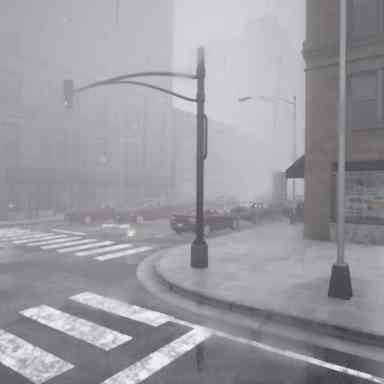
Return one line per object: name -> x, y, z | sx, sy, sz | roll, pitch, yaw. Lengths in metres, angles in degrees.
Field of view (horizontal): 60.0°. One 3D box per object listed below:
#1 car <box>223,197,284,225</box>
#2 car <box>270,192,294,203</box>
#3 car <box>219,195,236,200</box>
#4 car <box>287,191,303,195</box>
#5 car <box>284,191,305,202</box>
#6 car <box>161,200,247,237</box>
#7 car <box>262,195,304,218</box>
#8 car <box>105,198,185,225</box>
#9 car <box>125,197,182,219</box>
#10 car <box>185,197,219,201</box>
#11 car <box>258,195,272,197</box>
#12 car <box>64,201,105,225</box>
car -> 3.981, 1.265, 21.325 | 2.008, 1.369, 4.403 | 2, 2, 36
car -> 13.161, 0.790, 48.635 | 1.887, 1.381, 4.507 | 2, 2, 36
car -> 3.503, 1.043, 35.240 | 1.947, 1.339, 4.313 | 2, 2, 36
car -> 10.421, 0.998, 30.252 | 1.967, 1.590, 4.097 | 2, 2, 36
car -> 16.381, 0.609, 53.097 | 1.967, 1.590, 4.097 | 2, 2, 36
car -> 0.762, 1.338, 16.859 | 1.887, 1.381, 4.507 | 2, 2, 36
car -> 7.200, 1.202, 25.790 | 1.947, 1.339, 4.313 | 2, 2, 36
car -> -2.928, 1.189, 21.782 | 1.882, 1.535, 5.008 | 1, 2, 36
car -> -2.935, 1.179, 26.309 | 1.887, 1.381, 4.507 | 2, 2, 36
car -> 0.285, 1.100, 30.774 | 1.887, 1.381, 4.507 | 2, 2, 36
car -> 8.176, 1.005, 37.172 | 1.994, 1.385, 4.181 | 1, 1, 36
car -> -6.154, 1.257, 21.843 | 1.887, 1.381, 4.507 | 2, 2, 36
